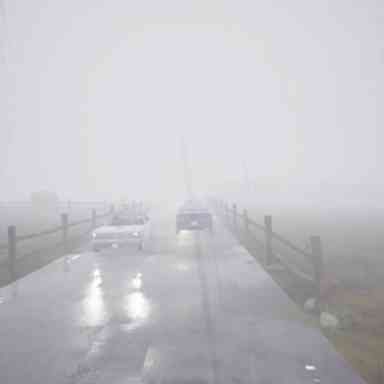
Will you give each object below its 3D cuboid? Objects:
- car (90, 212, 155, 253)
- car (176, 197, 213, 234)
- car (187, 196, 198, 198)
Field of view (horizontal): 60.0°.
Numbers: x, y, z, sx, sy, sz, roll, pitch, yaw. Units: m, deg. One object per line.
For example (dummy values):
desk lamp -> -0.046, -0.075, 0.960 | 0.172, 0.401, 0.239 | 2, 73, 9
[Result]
car -> -2.692, 1.558, 13.786 | 1.895, 1.301, 4.718 | -2, 0, 0
car -> 0.122, 1.315, 18.315 | 1.882, 1.535, 5.008 | -2, 1, 0
car -> 0.119, 1.233, 37.448 | 2.128, 1.511, 4.902 | -2, 0, 0
